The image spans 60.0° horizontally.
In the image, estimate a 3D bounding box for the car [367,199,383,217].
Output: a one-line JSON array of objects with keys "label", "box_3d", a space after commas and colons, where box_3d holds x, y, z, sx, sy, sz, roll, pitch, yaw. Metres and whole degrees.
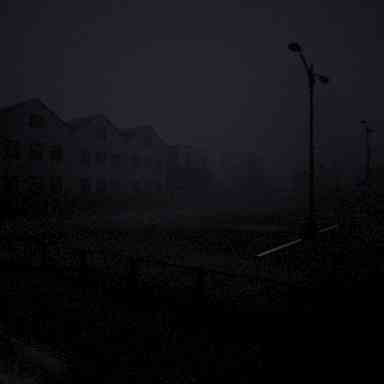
[{"label": "car", "box_3d": [15.448, 1.299, 26.805, 2.007, 1.523, 4.514, 0, 0, 35]}]
